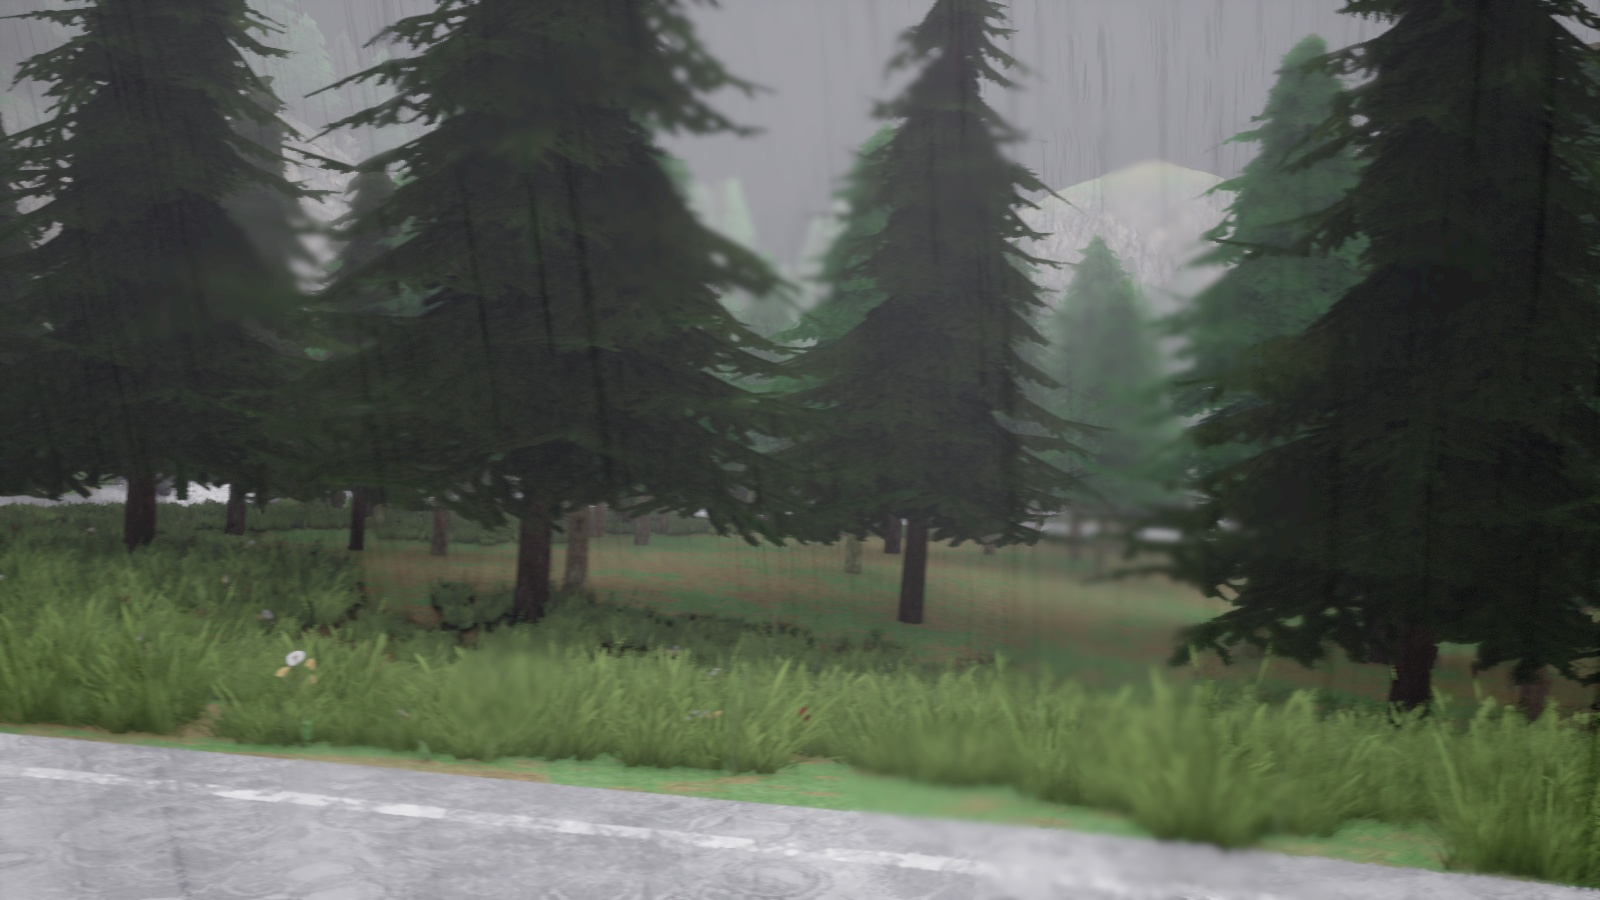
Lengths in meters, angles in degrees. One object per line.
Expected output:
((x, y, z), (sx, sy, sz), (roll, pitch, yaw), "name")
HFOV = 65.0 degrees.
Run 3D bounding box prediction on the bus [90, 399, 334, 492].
((-29.227, -0.216, 62.912), (3.944, 4.253, 10.273), (-2, -1, 42), "bus")
